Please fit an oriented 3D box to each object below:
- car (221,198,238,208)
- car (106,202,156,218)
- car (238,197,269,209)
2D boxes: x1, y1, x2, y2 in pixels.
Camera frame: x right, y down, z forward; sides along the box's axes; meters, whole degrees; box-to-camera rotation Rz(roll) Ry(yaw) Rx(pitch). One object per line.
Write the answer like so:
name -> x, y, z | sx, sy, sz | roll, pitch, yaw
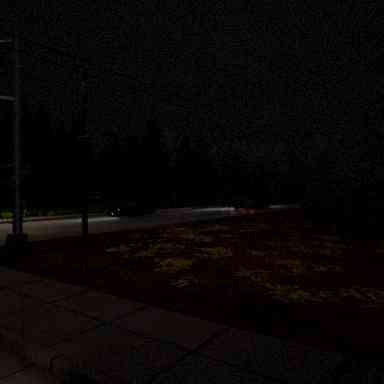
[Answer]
car -> 5.968, 1.474, 45.769 | 1.895, 1.301, 4.718 | 0, 0, 37
car -> -5.511, 1.573, 30.338 | 1.895, 1.301, 4.718 | 0, 0, 37
car -> 8.343, 1.360, 42.830 | 2.128, 1.511, 4.902 | 0, 0, 37
